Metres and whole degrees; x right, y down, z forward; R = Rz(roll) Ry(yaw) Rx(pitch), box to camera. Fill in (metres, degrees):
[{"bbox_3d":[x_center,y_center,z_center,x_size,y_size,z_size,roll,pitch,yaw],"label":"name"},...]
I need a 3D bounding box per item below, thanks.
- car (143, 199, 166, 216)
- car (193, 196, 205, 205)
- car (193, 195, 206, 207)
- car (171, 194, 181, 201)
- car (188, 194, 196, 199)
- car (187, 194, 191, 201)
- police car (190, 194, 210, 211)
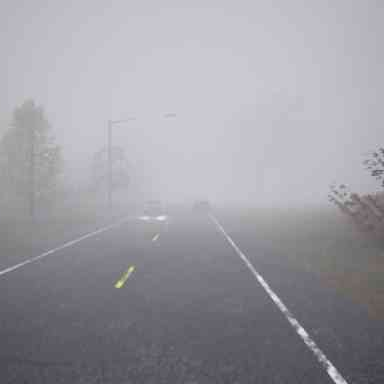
[{"bbox_3d":[-3.585,1.432,32.206,1.837,1.490,4.892,0,0,0],"label":"car"},{"bbox_3d":[1.068,1.382,54.633,1.812,1.442,4.674,0,0,0],"label":"car"},{"bbox_3d":[1.066,1.332,48.822,1.801,1.575,5.366,0,0,0],"label":"car"},{"bbox_3d":[-3.477,1.147,72.805,1.837,1.490,4.892,0,0,0],"label":"car"},{"bbox_3d":[0.029,1.127,90.005,1.994,1.385,4.181,0,0,0],"label":"car"},{"bbox_3d":[0.024,1.140,72.088,1.882,1.535,5.008,0,0,0],"label":"car"},{"bbox_3d":[1.062,1.333,38.741,1.930,1.638,5.238,0,0,0],"label":"police car"}]
